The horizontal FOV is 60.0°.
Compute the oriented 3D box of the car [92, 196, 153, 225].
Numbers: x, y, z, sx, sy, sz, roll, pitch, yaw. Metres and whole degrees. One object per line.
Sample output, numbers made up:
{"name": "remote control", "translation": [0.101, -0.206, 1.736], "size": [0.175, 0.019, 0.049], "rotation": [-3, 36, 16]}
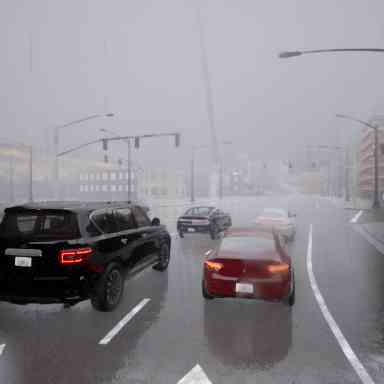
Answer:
{"name": "car", "translation": [-4.693, 1.161, 23.256], "size": [2.097, 1.767, 4.553], "rotation": [0, 0, 20]}

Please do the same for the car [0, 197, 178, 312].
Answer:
{"name": "car", "translation": [-2.167, 1.221, 8.012], "size": [2.150, 2.045, 5.566], "rotation": [0, 0, 12]}

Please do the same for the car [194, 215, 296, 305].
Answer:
{"name": "car", "translation": [1.445, 1.526, 8.099], "size": [1.812, 1.442, 4.674], "rotation": [0, 0, 13]}

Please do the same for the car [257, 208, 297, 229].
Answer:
{"name": "car", "translation": [4.178, 1.526, 16.534], "size": [1.812, 1.442, 4.674], "rotation": [0, 0, 20]}

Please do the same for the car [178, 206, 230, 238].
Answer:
{"name": "car", "translation": [0.771, 1.491, 17.263], "size": [2.128, 1.511, 4.902], "rotation": [0, 0, 19]}
